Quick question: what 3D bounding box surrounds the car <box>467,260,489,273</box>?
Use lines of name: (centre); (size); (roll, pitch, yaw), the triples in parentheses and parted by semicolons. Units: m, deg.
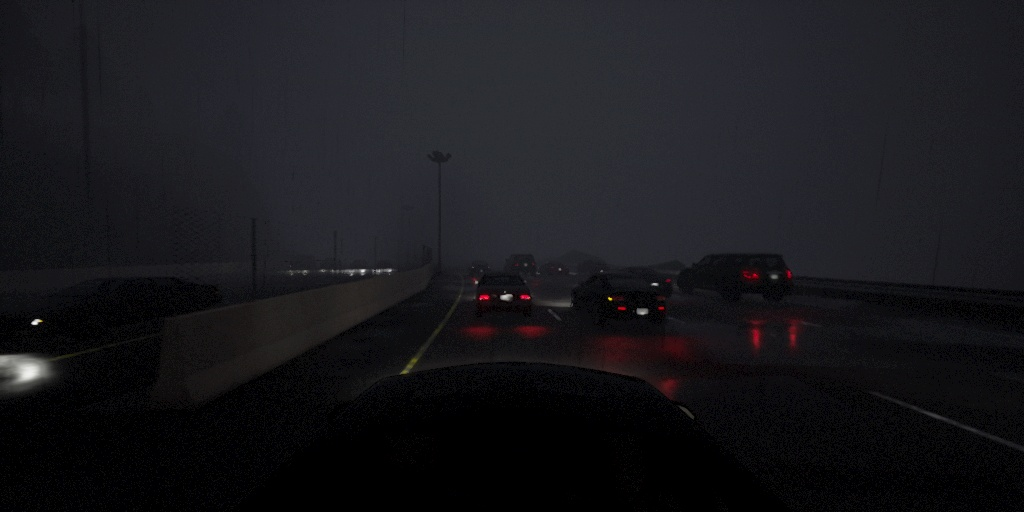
car: (-3.206, 1.142, 34.707); (1.812, 1.442, 4.674); (0, 0, -11)

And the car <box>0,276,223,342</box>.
car: (-10.887, 1.283, 10.071); (2.033, 1.411, 5.357); (0, 0, -3)

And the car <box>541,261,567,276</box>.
car: (3.975, 1.168, 34.397); (1.994, 1.385, 4.181); (0, 0, -10)

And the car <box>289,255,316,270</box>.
car: (-28.438, 0.821, 48.925); (2.150, 2.045, 5.566); (0, 0, -17)

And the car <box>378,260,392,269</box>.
car: (-18.477, 1.172, 52.257); (1.895, 1.301, 4.718); (0, 0, -17)

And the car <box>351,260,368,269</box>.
car: (-21.824, 1.182, 51.243); (1.895, 1.301, 4.718); (0, 0, -17)

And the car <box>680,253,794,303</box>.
car: (9.871, 0.889, 16.439); (2.150, 2.045, 5.566); (0, 0, -5)

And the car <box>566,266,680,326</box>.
car: (3.197, 1.228, 11.402); (1.812, 1.442, 4.674); (0, 0, -3)

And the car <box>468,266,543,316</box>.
car: (-0.380, 1.250, 13.028); (2.033, 1.411, 5.357); (0, 0, -4)

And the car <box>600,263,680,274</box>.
car: (6.200, 1.233, 17.974); (1.994, 1.385, 4.181); (0, 0, -5)

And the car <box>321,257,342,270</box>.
car: (-25.153, 0.945, 50.093); (2.097, 1.767, 4.553); (0, 0, -17)

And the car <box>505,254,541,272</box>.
car: (0.705, 0.837, 32.961); (2.150, 2.045, 5.566); (0, 0, -10)

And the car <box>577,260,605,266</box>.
car: (7.588, 1.103, 34.093); (1.837, 1.490, 4.892); (0, 0, -10)
